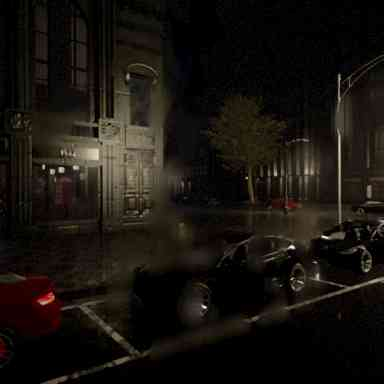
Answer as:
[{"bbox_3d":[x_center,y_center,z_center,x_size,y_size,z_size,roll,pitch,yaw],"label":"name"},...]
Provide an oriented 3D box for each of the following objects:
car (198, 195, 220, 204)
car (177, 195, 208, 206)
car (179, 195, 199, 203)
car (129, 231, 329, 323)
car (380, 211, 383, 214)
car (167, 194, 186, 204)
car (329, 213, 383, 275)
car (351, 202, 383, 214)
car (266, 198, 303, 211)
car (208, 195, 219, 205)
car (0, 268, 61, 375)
[{"bbox_3d":[3.328,1.471,65.474,2.097,1.767,4.553,0,0,-35],"label":"car"},{"bbox_3d":[0.027,1.688,58.782,2.033,1.411,5.357,0,0,-35],"label":"car"},{"bbox_3d":[-0.675,1.468,70.970,1.882,1.535,5.008,0,0,-36],"label":"car"},{"bbox_3d":[0.789,1.566,7.213,4.313,1.339,1.947,0,0,-36],"label":"car"},{"bbox_3d":[9.961,1.551,13.767,4.403,1.369,2.008,0,0,-36],"label":"car"},{"bbox_3d":[-3.091,1.376,68.761,2.150,2.045,5.566,0,0,-36],"label":"car"},{"bbox_3d":[5.375,1.566,10.490,4.313,1.339,1.947,0,0,-36],"label":"car"},{"bbox_3d":[18.496,1.652,32.945,1.895,1.301,4.718,0,0,-36],"label":"car"},{"bbox_3d":[11.689,1.561,42.428,1.882,1.535,5.008,0,0,-36],"label":"car"},{"bbox_3d":[2.851,1.616,60.572,2.128,1.511,4.902,0,0,-35],"label":"car"},{"bbox_3d":[-3.797,1.582,3.937,4.206,1.307,1.802,0,0,-36],"label":"car"}]
